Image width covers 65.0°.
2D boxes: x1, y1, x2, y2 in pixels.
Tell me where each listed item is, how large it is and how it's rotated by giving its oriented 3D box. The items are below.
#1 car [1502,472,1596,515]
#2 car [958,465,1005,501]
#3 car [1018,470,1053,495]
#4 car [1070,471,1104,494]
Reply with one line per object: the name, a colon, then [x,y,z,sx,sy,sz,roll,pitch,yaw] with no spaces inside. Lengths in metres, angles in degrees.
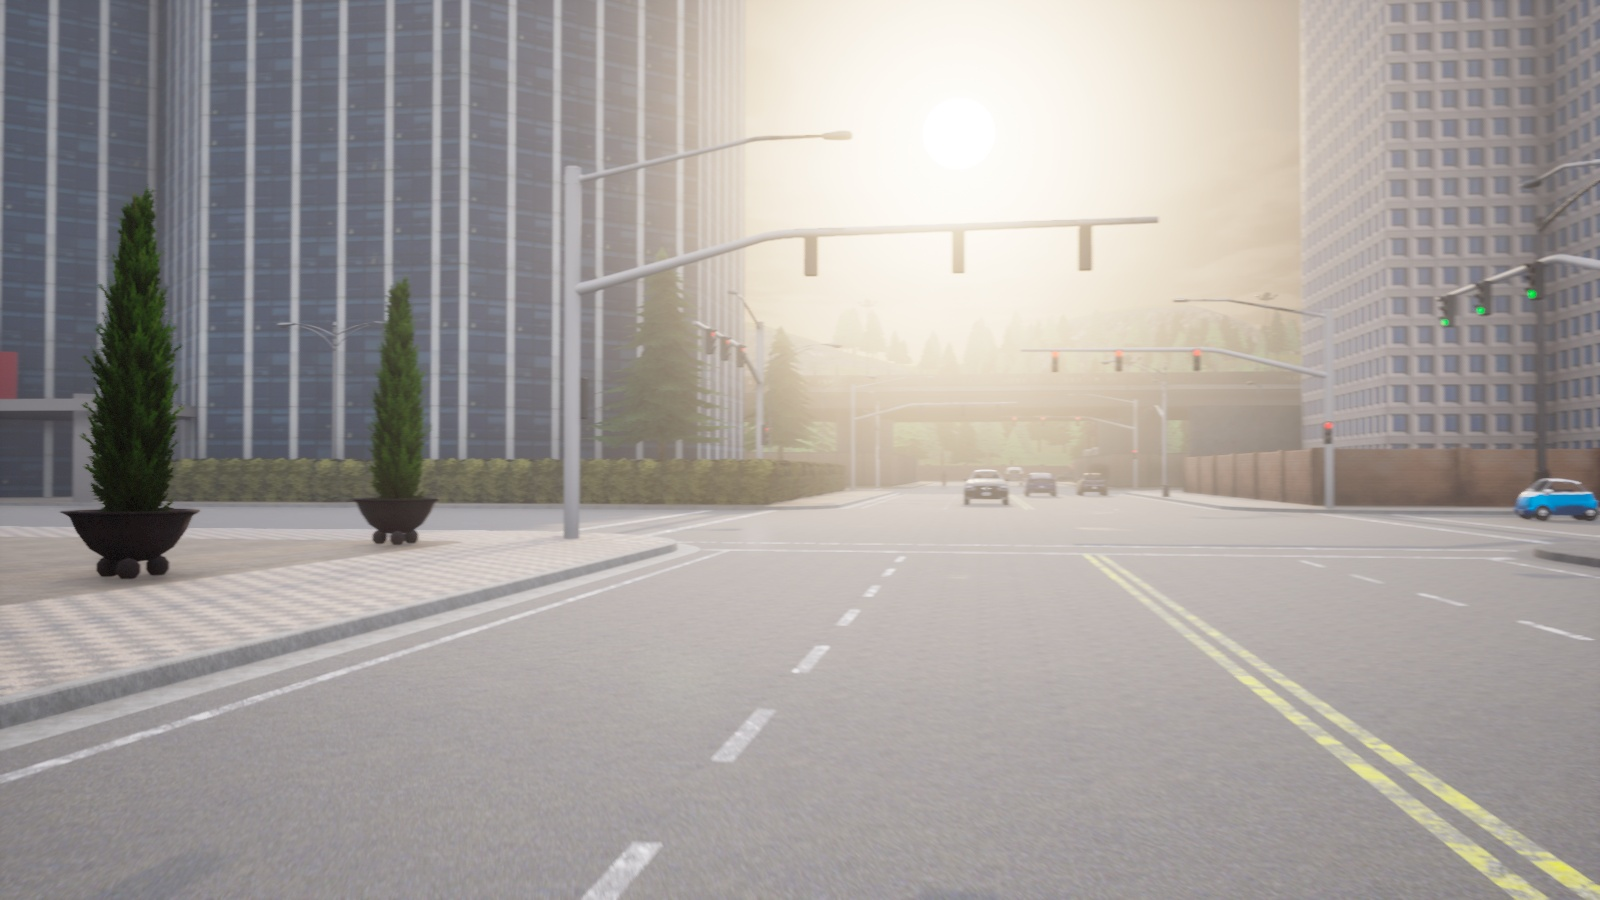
car: [24.554,1.411,41.216,2.207,1.376,1.481,-1,-1,8]
car: [8.736,1.557,60.582,2.152,1.651,5.027,0,-1,8]
car: [14.905,2.039,79.691,1.882,1.535,5.008,0,-1,8]
car: [18.834,2.099,82.546,1.816,1.474,4.193,0,-1,8]
